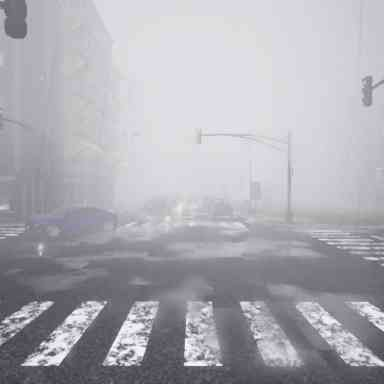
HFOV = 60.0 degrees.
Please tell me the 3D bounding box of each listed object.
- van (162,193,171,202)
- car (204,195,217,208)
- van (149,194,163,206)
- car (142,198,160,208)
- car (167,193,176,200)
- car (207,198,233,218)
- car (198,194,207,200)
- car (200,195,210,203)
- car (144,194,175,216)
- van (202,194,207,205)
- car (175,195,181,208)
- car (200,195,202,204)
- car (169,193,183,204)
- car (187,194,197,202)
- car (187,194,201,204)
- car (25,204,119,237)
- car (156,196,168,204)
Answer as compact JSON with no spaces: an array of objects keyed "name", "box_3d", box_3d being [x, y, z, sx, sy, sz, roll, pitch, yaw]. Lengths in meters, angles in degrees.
[{"name":"van","box_3d":[-5.670,1.242,75.108,1.690,1.788,3.998,-1,0,0]},{"name":"car","box_3d":[2.661,1.410,35.614,1.967,1.590,4.097,-1,0,0]},{"name":"van","box_3d":[-5.680,1.286,52.523,1.690,1.788,3.998,-1,0,0]},{"name":"car","box_3d":[-5.679,1.520,46.877,1.947,1.339,4.313,-1,0,0]},{"name":"car","box_3d":[-5.662,1.173,92.047,2.192,1.841,5.009,-1,0,0]},{"name":"car","box_3d":[2.660,1.522,29.969,1.887,1.381,4.507,-1,0,0]},{"name":"car","box_3d":[2.721,1.313,86.427,1.967,1.590,4.097,-1,0,0]},{"name":"car","box_3d":[2.683,1.353,69.490,1.967,1.590,4.097,-1,0,0]},{"name":"car","box_3d":[-3.080,1.326,32.528,2.097,1.767,4.553,0,0,0]},{"name":"van","box_3d":[2.665,1.295,46.906,1.690,1.788,3.998,-1,0,0]},{"name":"car","box_3d":[-3.065,1.517,47.757,1.994,1.385,4.181,0,0,0]},{"name":"car","box_3d":[2.670,1.490,52.552,1.887,1.381,4.507,-1,0,0]},{"name":"car","box_3d":[-2.975,1.144,64.573,2.150,2.045,5.566,0,0,0]},{"name":"car","box_3d":[0.061,1.264,70.995,2.097,1.767,4.553,0,0,0]},{"name":"car","box_3d":[0.129,1.479,60.369,2.033,1.411,5.357,0,0,0]},{"name":"car","box_3d":[-6.354,1.463,18.153,1.882,1.535,5.008,2,1,42]},{"name":"car","box_3d":[-5.672,1.470,63.814,1.887,1.381,4.507,-1,0,0]}]
